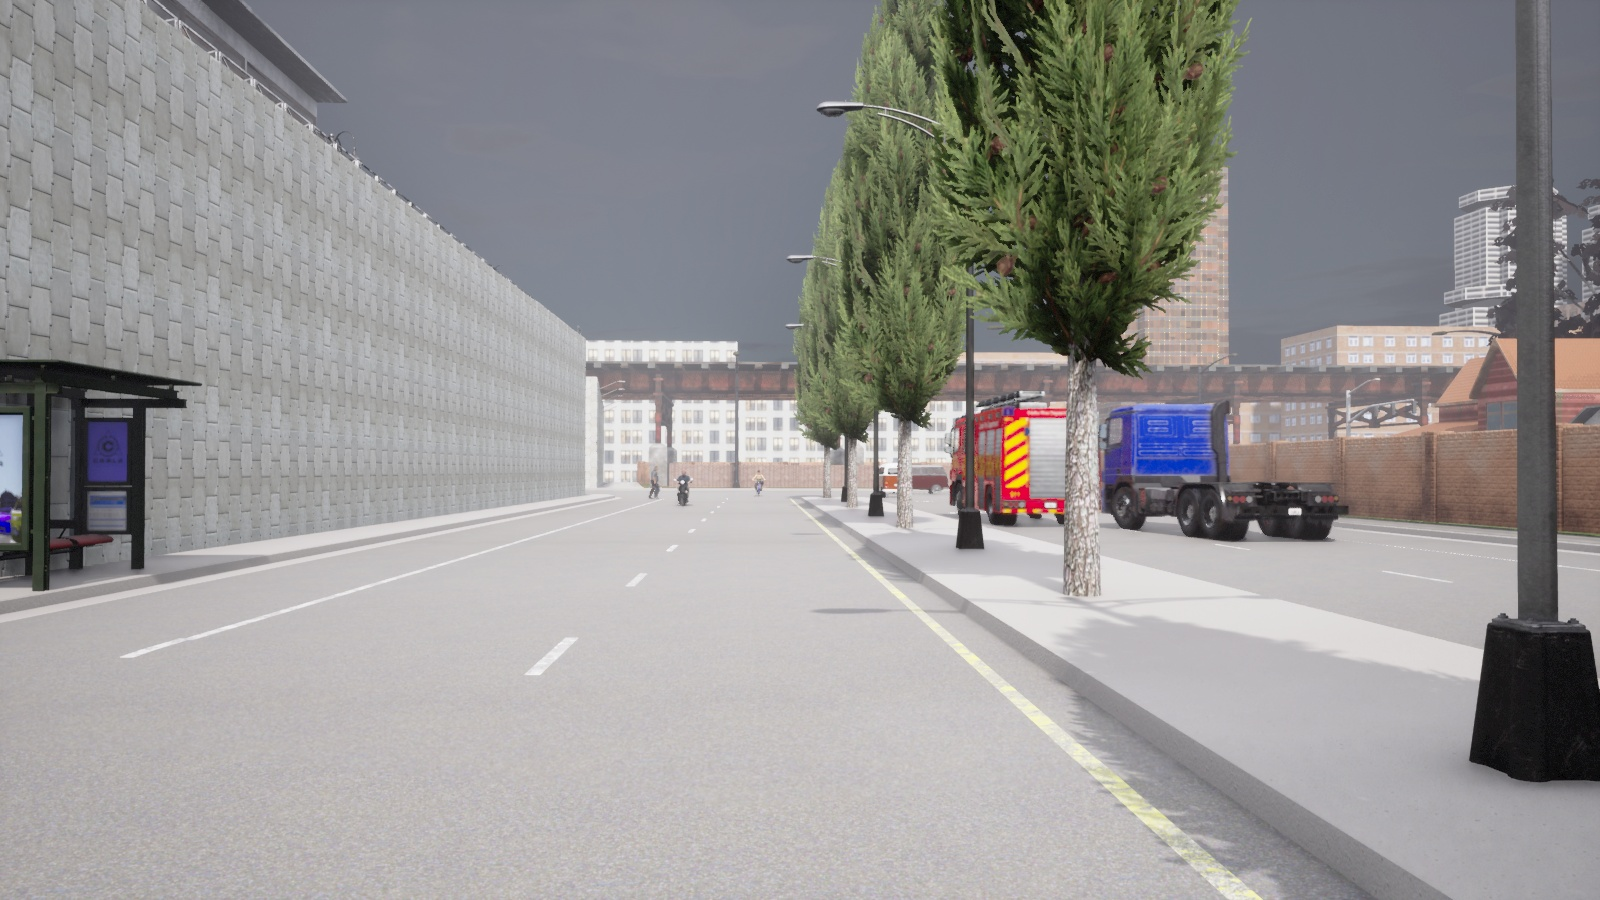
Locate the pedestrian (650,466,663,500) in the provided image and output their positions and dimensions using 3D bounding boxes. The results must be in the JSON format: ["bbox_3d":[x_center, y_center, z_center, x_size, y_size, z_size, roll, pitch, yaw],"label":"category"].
[{"bbox_3d":[-7.794,1.793,68.237,0.694,1.848,0.540,0,-1,-10],"label":"pedestrian"}]

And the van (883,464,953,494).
[{"bbox_3d":[7.922,1.930,84.483,4.442,1.987,1.775,0,-1,-3],"label":"van"}]

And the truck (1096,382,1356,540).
[{"bbox_3d":[10.328,0.299,31.617,2.891,3.462,7.936,0,-1,-8],"label":"truck"}]

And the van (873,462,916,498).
[{"bbox_3d":[5.581,1.751,74.606,2.069,2.038,4.480,0,-1,-2],"label":"van"}]

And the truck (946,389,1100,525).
[{"bbox_3d":[6.748,0.271,39.496,2.891,3.827,8.468,0,-1,-3],"label":"truck"}]

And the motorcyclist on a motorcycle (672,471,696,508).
[{"bbox_3d":[-5.138,1.734,55.582,0.866,1.590,1.817,-1,0,0],"label":"motorcyclist on a motorcycle"}]
